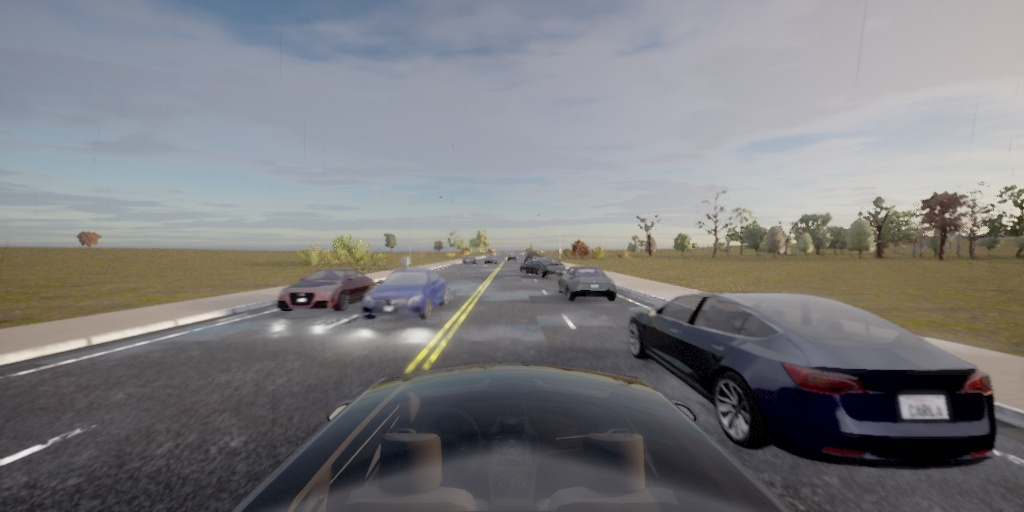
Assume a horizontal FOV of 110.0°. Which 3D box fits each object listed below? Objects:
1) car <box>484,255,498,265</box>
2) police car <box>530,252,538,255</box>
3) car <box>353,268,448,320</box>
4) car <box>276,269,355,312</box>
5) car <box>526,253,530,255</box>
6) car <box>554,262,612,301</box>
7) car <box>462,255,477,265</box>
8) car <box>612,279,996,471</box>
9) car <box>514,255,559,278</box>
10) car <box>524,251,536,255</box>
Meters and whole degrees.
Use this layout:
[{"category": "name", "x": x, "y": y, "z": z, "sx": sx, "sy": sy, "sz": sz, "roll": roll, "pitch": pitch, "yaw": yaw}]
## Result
[{"category": "car", "x": -3.280, "y": 0.560, "z": 55.628, "sx": 1.837, "sy": 1.490, "sz": 4.892, "roll": 0, "pitch": 1, "yaw": 1}, {"category": "police car", "x": 3.254, "y": 0.709, "z": 38.248, "sx": 1.930, "sy": 1.638, "sz": 5.238, "roll": 0, "pitch": 1, "yaw": 0}, {"category": "car", "x": -3.344, "y": 1.144, "z": 12.069, "sx": 1.812, "sy": 1.442, "sz": 4.674, "roll": 0, "pitch": 1, "yaw": 0}, {"category": "car", "x": -6.592, "y": 1.168, "z": 13.227, "sx": 1.994, "sy": 1.385, "sz": 4.181, "roll": 0, "pitch": 1, "yaw": 0}, {"category": "car", "x": 3.255, "y": 0.645, "z": 49.138, "sx": 1.837, "sy": 1.490, "sz": 4.892, "roll": 0, "pitch": 1, "yaw": 0}, {"category": "car", "x": 3.252, "y": 1.131, "z": 16.141, "sx": 1.994, "sy": 1.385, "sz": 4.181, "roll": 0, "pitch": 1, "yaw": 0}, {"category": "car", "x": -6.530, "y": 0.545, "z": 55.713, "sx": 2.128, "sy": 1.511, "sz": 4.902, "roll": 0, "pitch": 1, "yaw": 1}, {"category": "car", "x": 3.251, "y": 1.210, "z": 5.172, "sx": 2.163, "sy": 1.488, "sz": 4.792, "roll": 0, "pitch": 1, "yaw": 0}, {"category": "car", "x": 2.338, "y": 0.901, "z": 28.514, "sx": 2.128, "sy": 1.511, "sz": 4.902, "roll": 0, "pitch": 1, "yaw": -25}, {"category": "car", "x": 3.256, "y": 0.214, "z": 60.163, "sx": 2.150, "sy": 2.045, "sz": 5.566, "roll": 0, "pitch": 1, "yaw": 0}]
